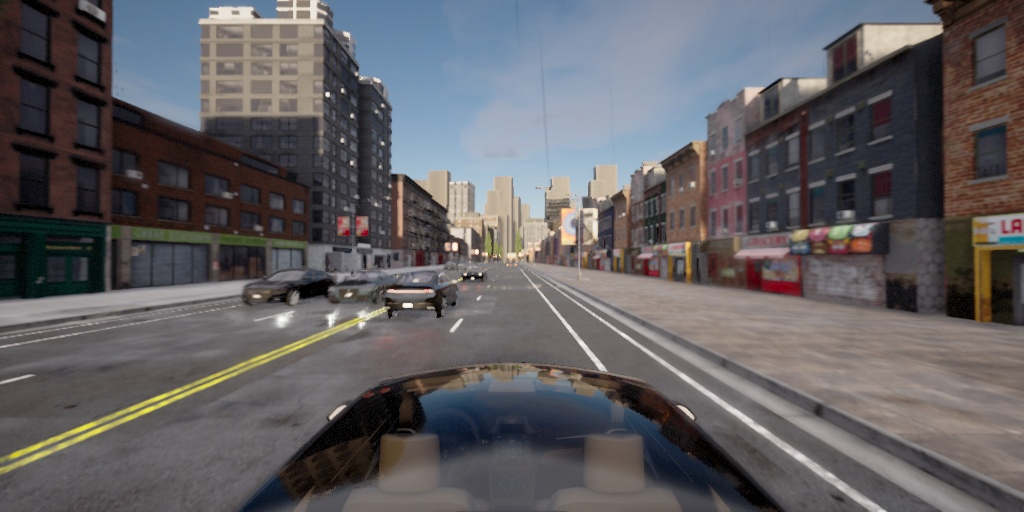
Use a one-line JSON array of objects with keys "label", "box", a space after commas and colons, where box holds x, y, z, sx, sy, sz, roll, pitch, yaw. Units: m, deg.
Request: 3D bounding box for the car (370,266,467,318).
[{"label": "car", "box": [-3.156, 1.302, 13.282, 2.128, 1.511, 4.902, 0, 0, 0]}]

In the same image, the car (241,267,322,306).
[{"label": "car", "box": [-9.855, 1.305, 16.346, 1.882, 1.535, 5.008, 0, 0, 0]}]

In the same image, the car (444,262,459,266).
[{"label": "car", "box": [-9.813, 1.659, 58.076, 1.837, 1.490, 4.892, 0, 0, 1]}]

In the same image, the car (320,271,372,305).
[{"label": "car", "box": [-6.606, 1.392, 16.471, 1.994, 1.385, 4.181, 0, 0, 0]}]

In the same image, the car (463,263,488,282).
[{"label": "car", "box": [-3.161, 1.528, 31.142, 1.895, 1.301, 4.718, 0, 0, 0]}]
